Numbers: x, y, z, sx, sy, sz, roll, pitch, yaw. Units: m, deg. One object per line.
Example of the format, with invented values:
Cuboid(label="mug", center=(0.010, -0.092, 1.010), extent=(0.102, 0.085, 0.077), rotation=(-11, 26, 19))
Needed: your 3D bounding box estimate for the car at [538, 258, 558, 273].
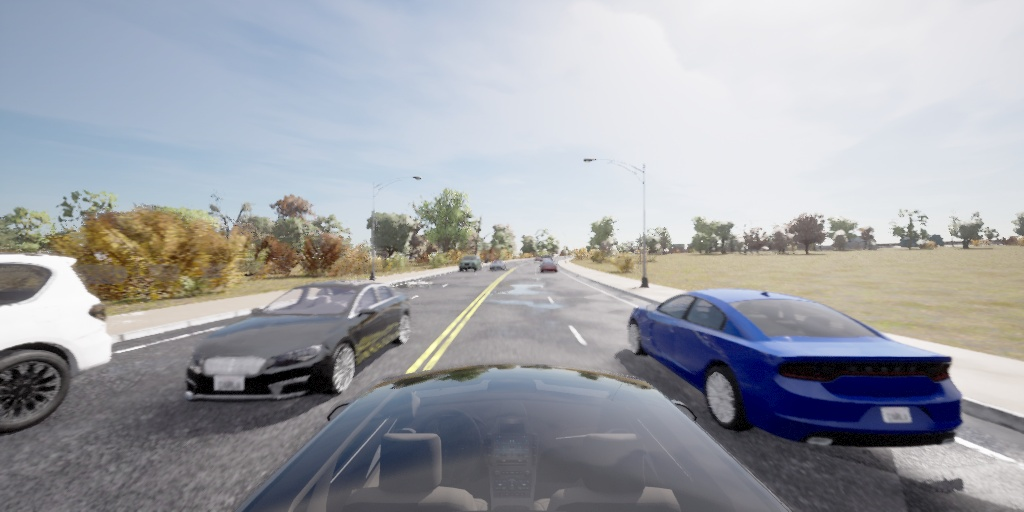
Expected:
Cuboid(label="car", center=(4.475, 1.297, 43.656), extent=(1.994, 1.385, 4.181), rotation=(0, 0, 3))

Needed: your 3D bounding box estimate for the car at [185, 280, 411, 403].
Cuboid(label="car", center=(-3.314, 1.235, 6.677), extent=(2.128, 1.511, 4.902), rotation=(0, 0, 0))

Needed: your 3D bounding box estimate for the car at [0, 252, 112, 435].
Cuboid(label="car", center=(-6.591, 0.956, 2.545), extent=(2.150, 2.045, 5.566), rotation=(0, 0, 0))

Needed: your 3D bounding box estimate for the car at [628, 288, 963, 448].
Cuboid(label="car", center=(3.373, 1.236, 5.613), extent=(1.882, 1.535, 5.008), rotation=(0, 0, 0))

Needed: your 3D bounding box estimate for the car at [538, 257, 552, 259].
Cuboid(label="car", center=(5.205, 1.234, 54.557), extent=(1.812, 1.442, 4.674), rotation=(0, 0, 4))

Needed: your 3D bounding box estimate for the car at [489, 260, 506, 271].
Cuboid(label="car", center=(-1.840, 1.264, 47.750), extent=(2.033, 1.411, 5.357), rotation=(0, 0, 4))

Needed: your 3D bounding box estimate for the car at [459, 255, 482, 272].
Cuboid(label="car", center=(-5.222, 0.936, 45.494), extent=(2.150, 2.045, 5.566), rotation=(0, 0, 4))
